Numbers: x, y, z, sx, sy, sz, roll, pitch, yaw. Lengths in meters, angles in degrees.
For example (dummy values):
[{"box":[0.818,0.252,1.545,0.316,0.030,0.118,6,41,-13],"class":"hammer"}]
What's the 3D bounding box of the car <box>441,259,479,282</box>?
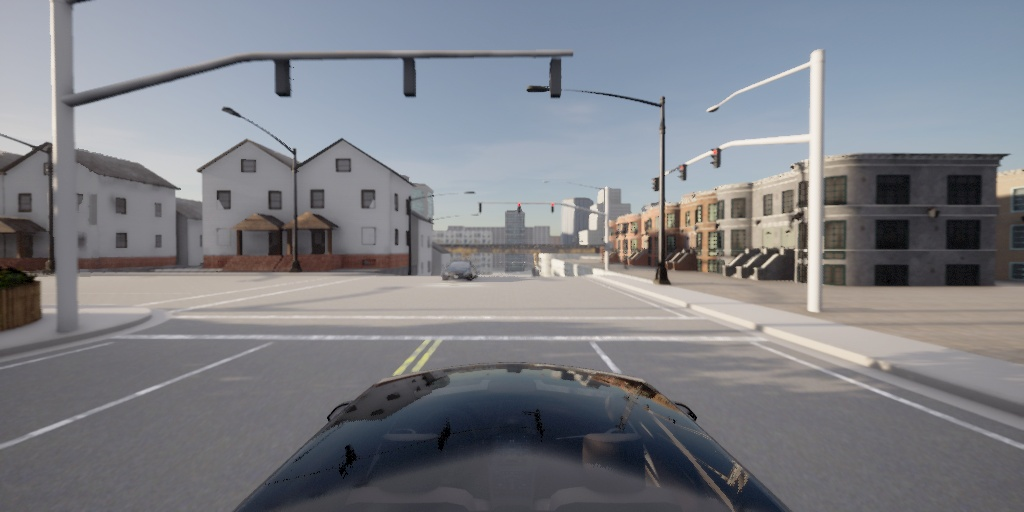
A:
[{"box":[-3.464,0.971,24.484,1.812,1.442,4.674,0,2,0],"class":"car"}]
